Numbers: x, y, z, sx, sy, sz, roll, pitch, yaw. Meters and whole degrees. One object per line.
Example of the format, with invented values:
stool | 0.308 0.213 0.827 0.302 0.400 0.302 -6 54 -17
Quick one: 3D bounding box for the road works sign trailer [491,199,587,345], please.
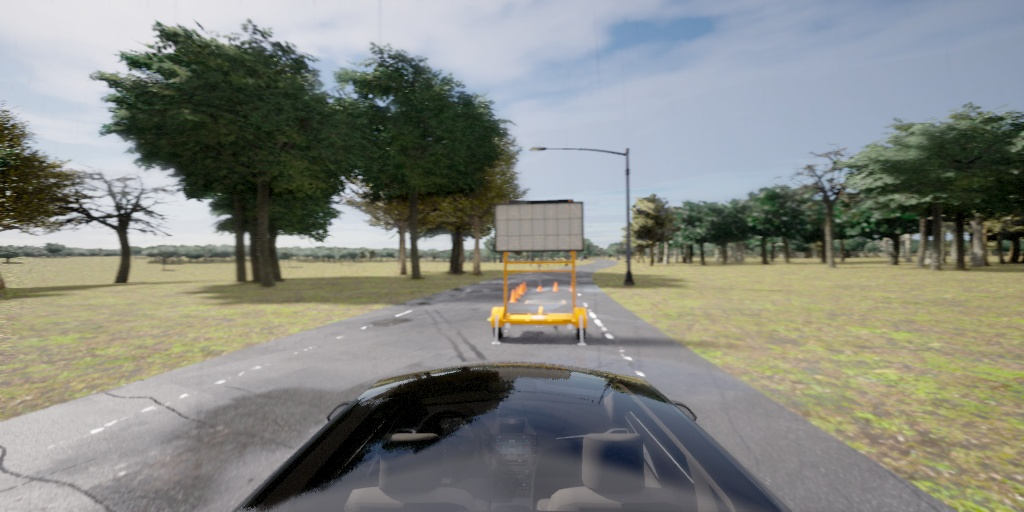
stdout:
road works sign trailer | 0.764 0.293 9.744 2.380 3.560 2.880 0 0 6
